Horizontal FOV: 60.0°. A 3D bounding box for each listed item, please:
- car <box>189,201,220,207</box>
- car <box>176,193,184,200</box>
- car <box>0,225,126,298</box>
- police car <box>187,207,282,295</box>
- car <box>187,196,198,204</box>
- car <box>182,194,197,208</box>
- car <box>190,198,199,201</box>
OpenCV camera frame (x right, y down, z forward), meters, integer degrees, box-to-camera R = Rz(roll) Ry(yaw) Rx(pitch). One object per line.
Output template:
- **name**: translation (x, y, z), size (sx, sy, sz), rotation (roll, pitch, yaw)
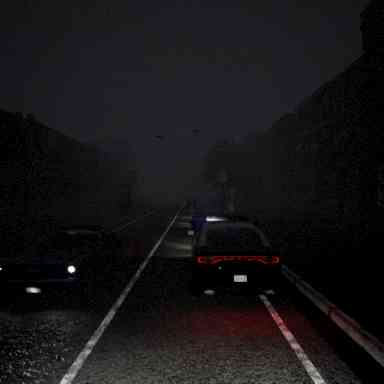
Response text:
- **car**: translation (0.935, 1.480, 18.735), size (1.882, 1.535, 5.008), rotation (0, 0, 0)
- **car**: translation (-2.848, 0.959, 82.553), size (2.097, 1.767, 4.553), rotation (0, 1, 0)
- **car**: translation (-3.084, 1.602, 8.673), size (1.895, 1.301, 4.718), rotation (0, 0, 0)
- **police car**: translation (0.917, 1.426, 8.844), size (1.930, 1.638, 5.238), rotation (0, 0, 0)
- **car**: translation (0.110, 1.452, 59.604), size (1.895, 1.301, 4.718), rotation (0, 1, 0)
- **car**: translation (0.099, 1.447, 45.993), size (2.128, 1.511, 4.902), rotation (0, 0, 0)
- **car**: translation (0.946, 1.481, 24.735), size (1.882, 1.535, 5.008), rotation (0, 0, 0)
